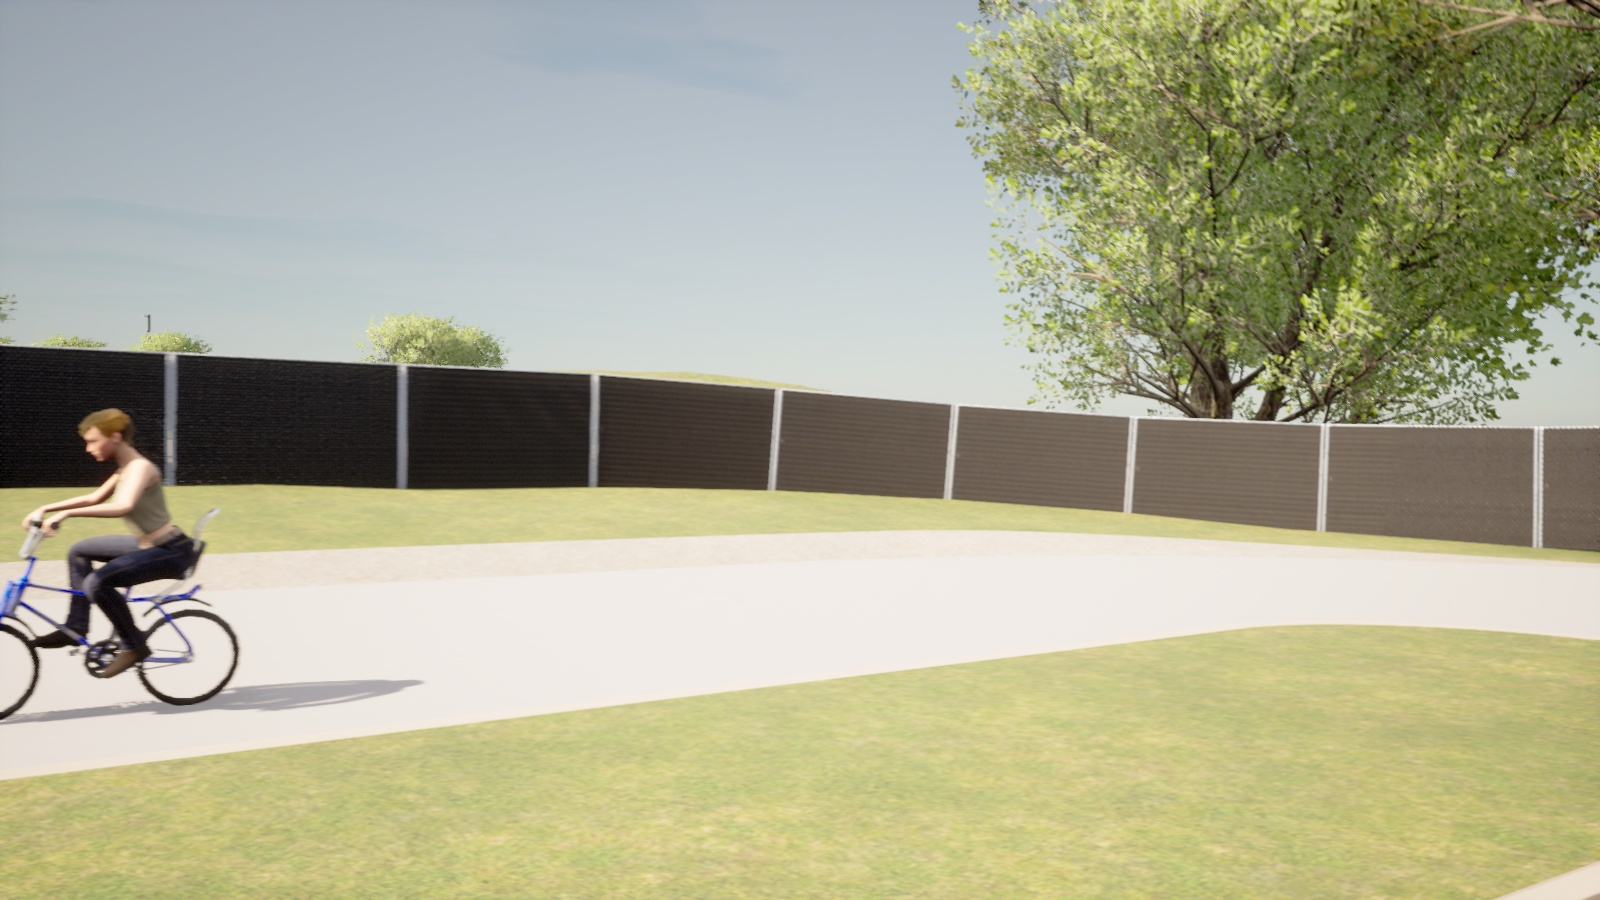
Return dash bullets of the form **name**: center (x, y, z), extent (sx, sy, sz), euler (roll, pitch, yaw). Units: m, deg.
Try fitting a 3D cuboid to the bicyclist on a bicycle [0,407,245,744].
- **bicyclist on a bicycle**: center (-3.804, 0.602, 6.552), extent (1.509, 1.612, 0.866), euler (0, 0, -35)
